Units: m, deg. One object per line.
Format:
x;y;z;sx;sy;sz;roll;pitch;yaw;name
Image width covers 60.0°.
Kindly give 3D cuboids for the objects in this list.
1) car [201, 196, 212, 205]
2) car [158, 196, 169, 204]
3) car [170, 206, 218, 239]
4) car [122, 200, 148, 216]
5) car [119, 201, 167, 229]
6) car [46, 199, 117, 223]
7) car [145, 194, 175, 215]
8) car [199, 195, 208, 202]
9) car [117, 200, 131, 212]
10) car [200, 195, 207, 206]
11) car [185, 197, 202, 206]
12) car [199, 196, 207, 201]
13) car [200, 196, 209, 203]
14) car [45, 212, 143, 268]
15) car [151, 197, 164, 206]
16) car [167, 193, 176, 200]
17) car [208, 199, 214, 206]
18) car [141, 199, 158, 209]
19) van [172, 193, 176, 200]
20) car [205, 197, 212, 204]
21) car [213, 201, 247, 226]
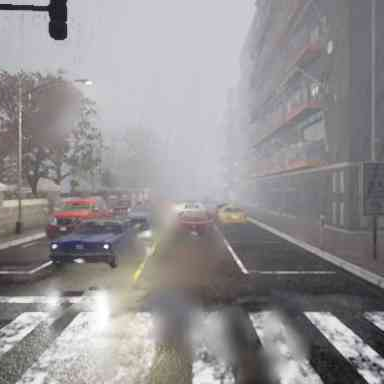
2.673;1.548;61.500;1.887;1.381;4.507;0;0;0;car
-5.708;1.530;66.863;1.752;1.417;4.829;0;0;0;car
0.096;1.596;17.109;1.895;1.301;4.718;0;0;0;car
-5.701;1.540;33.822;1.887;1.381;4.507;0;0;0;car
-3.095;1.542;22.060;2.033;1.411;5.357;0;0;0;car
-5.698;1.310;17.216;2.192;1.841;5.009;0;0;0;car
-3.092;1.348;33.066;2.097;1.767;4.553;0;0;0;car
2.669;1.452;78.105;1.967;1.590;4.097;0;0;0;car
-5.700;1.435;28.286;1.967;1.590;4.097;0;0;0;car
2.675;1.545;55.965;1.887;1.381;4.507;0;0;0;car
0.004;1.598;44.093;1.895;1.301;4.718;0;0;0;car
2.668;1.581;83.641;1.947;1.339;4.313;0;0;0;car
2.671;1.575;72.571;1.947;1.339;4.313;0;0;0;car
-3.098;1.597;11.381;1.895;1.301;4.718;0;0;0;car
-5.706;1.582;55.963;1.802;1.307;4.206;0;0;0;car
-5.716;1.338;94.709;2.192;1.841;5.009;0;0;0;car
2.681;1.540;28.288;1.887;1.381;4.507;0;0;0;car
-5.703;1.579;44.892;1.802;1.307;4.206;0;0;0;car
-5.715;1.360;89.173;1.690;1.788;3.998;0;0;0;van
2.679;1.547;33.824;2.008;1.369;4.403;0;0;0;car
2.682;1.520;22.924;1.752;1.417;4.829;0;0;0;car
